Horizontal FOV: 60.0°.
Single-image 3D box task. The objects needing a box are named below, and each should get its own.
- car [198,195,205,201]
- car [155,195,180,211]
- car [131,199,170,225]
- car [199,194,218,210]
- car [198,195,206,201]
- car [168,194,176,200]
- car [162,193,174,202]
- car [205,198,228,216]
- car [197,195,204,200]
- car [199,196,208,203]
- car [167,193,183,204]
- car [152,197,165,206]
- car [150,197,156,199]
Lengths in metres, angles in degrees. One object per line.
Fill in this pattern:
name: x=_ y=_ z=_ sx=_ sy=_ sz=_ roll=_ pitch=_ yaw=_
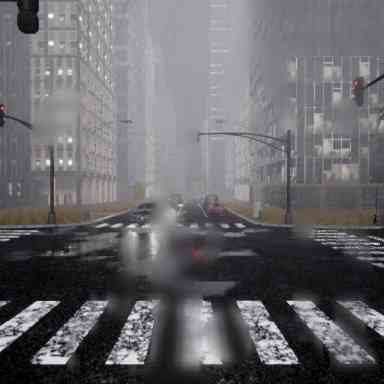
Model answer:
car: x=2.388 y=1.473 z=87.578 sx=1.752 sy=1.417 sz=4.829 roll=-1 pitch=0 yaw=0
car: x=-2.927 y=1.475 z=41.401 sx=2.128 sy=1.511 sz=4.902 roll=0 pitch=0 yaw=0
car: x=-3.117 y=1.495 z=24.458 sx=1.837 sy=1.490 sz=4.892 roll=0 pitch=0 yaw=5
car: x=2.457 y=1.297 z=43.212 sx=2.192 sy=1.841 sz=5.009 roll=-1 pitch=0 yaw=0
car: x=2.400 y=1.535 z=81.884 sx=1.802 sy=1.307 sz=4.206 roll=-1 pitch=0 yaw=0
car: x=-5.503 y=1.383 z=92.893 sx=1.967 sy=1.590 sz=4.097 roll=-1 pitch=0 yaw=0
car: x=-5.473 y=1.272 z=76.319 sx=2.192 sy=1.841 sz=5.009 roll=-1 pitch=0 yaw=0
car: x=2.461 y=1.569 z=32.163 sx=1.802 sy=1.307 sz=4.206 roll=-1 pitch=0 yaw=0
car: x=2.379 y=1.488 z=92.933 sx=1.887 sy=1.381 sz=4.507 roll=-1 pitch=0 yaw=0
car: x=2.420 y=1.507 z=70.834 sx=1.887 sy=1.381 sz=4.507 roll=-1 pitch=0 yaw=0
car: x=-2.897 y=1.194 z=61.635 sx=2.150 sy=2.045 sz=5.566 roll=0 pitch=0 yaw=0
car: x=-5.428 y=1.557 z=54.221 sx=1.802 sy=1.307 sz=4.206 roll=-1 pitch=0 yaw=0
car: x=-5.419 y=1.418 z=48.696 sx=1.967 sy=1.590 sz=4.097 roll=-1 pitch=0 yaw=0
